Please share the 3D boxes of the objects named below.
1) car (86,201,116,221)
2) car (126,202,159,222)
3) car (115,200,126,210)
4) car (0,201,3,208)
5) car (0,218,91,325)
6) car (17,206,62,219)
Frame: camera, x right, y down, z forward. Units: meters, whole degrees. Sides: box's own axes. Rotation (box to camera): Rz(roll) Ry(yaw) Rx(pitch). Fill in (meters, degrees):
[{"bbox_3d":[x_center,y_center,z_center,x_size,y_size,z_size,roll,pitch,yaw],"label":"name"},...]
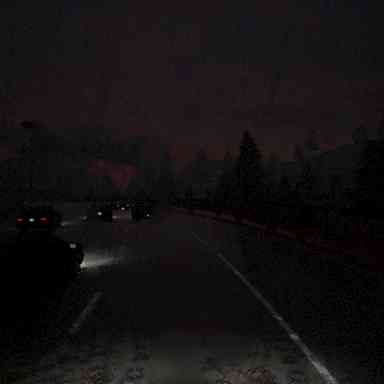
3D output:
[{"bbox_3d":[-7.585,1.623,27.283,1.994,1.385,4.181,0,0,-15],"label":"car"},{"bbox_3d":[-3.853,1.535,26.845,2.128,1.511,4.902,0,0,-15],"label":"car"},{"bbox_3d":[-9.205,1.702,41.911,1.895,1.301,4.718,0,0,-24],"label":"car"},{"bbox_3d":[-30.508,1.793,51.171,1.812,1.442,4.674,0,0,-34],"label":"car"},{"bbox_3d":[-3.830,1.562,7.188,2.033,1.411,5.357,0,0,-5],"label":"car"},{"bbox_3d":[-9.477,1.600,20.935,2.033,1.411,5.357,0,0,-13],"label":"car"}]
